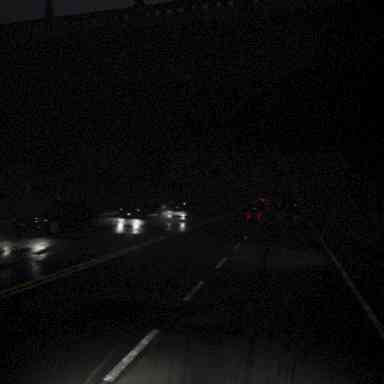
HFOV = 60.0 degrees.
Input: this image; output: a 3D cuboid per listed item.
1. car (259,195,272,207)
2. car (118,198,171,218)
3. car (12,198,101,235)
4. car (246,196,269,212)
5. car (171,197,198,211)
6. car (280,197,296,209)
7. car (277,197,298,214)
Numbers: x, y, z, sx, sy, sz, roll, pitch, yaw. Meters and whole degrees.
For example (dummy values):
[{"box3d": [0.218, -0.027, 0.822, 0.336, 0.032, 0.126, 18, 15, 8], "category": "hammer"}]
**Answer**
[{"box3d": [10.497, 1.231, 48.722, 2.097, 1.767, 4.553, 2, 1, 16], "category": "car"}, {"box3d": [-3.691, 1.168, 25.922, 2.033, 1.411, 5.357, 2, 1, 16], "category": "car"}, {"box3d": [-6.467, 1.097, 16.465, 1.882, 1.535, 5.008, 2, 1, 16], "category": "car"}, {"box3d": [7.382, 1.480, 38.120, 1.895, 1.301, 4.718, 2, 1, 16], "category": "car"}, {"box3d": [-0.841, 1.223, 35.517, 1.895, 1.301, 4.718, 2, 1, 17], "category": "car"}, {"box3d": [13.692, 1.550, 47.451, 2.033, 1.411, 5.357, 2, 1, 17], "category": "car"}, {"box3d": [10.390, 1.355, 36.076, 2.097, 1.767, 4.553, 2, 1, 17], "category": "car"}]
